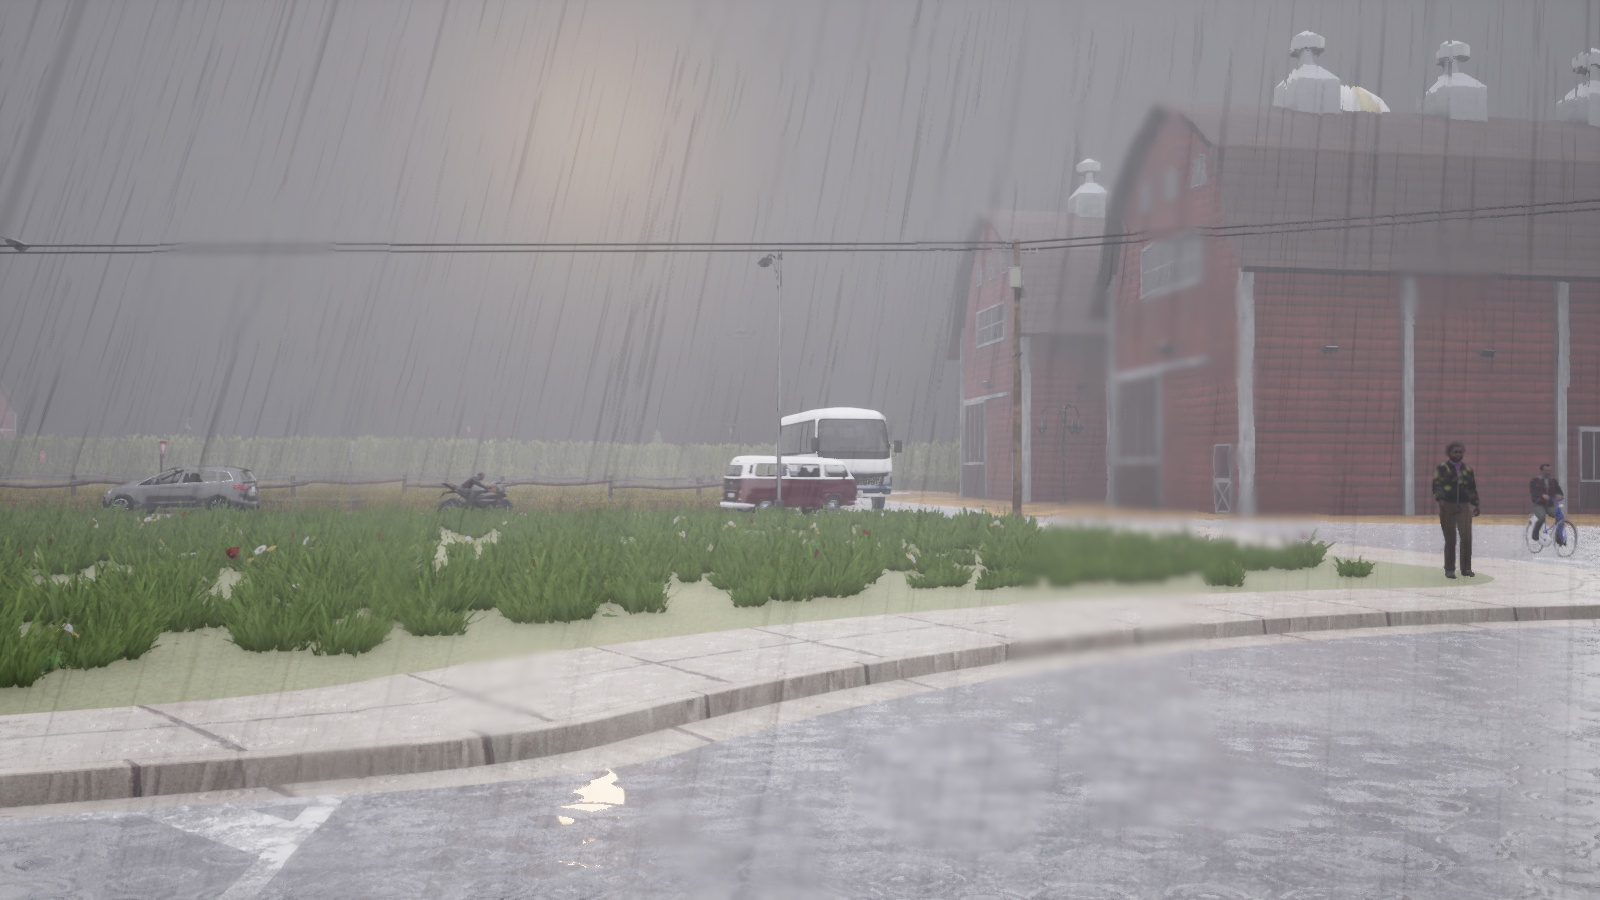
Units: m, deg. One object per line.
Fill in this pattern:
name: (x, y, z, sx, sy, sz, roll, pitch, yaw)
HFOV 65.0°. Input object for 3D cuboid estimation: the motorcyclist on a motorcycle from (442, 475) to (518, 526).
motorcyclist on a motorcycle: (-9.883, 1.540, 38.855, 2.191, 1.530, 0.866, 0, -1, -8)

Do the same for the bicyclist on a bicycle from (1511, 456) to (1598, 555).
bicyclist on a bicycle: (14.229, 1.027, 23.741, 0.659, 1.776, 1.843, 1, -1, 5)

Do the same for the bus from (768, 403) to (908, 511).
bus: (1.396, 0.353, 54.907, 3.944, 4.253, 10.273, 0, -1, -11)

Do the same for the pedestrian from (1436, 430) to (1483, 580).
pedestrian: (8.666, 0.712, 16.512, 0.395, 1.930, 0.692, -1, -1, 16)

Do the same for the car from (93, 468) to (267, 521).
car: (-20.087, 1.425, 40.889, 4.611, 1.667, 2.242, 0, -1, -8)

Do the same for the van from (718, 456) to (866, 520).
van: (-0.251, 1.224, 41.650, 4.480, 2.038, 2.069, 0, -1, -29)
